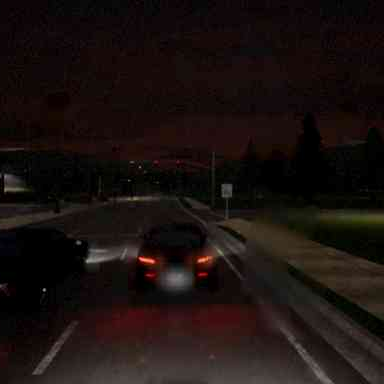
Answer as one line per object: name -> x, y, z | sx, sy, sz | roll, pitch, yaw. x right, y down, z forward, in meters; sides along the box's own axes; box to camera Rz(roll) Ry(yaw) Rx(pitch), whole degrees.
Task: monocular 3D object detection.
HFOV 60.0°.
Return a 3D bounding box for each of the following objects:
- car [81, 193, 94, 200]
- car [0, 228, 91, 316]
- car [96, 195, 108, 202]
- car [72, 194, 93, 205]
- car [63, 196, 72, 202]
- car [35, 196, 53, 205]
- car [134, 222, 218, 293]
car -> -28.485, 1.152, 90.812 | 2.097, 1.767, 4.553 | 0, 0, -3
car -> -3.876, 1.551, 7.693 | 2.033, 1.411, 5.357 | 0, 0, -3
car -> -20.647, 1.388, 76.458 | 2.097, 1.767, 4.553 | 0, 0, -3
car -> -19.805, 1.518, 61.008 | 2.128, 1.511, 4.902 | 0, 0, -3
car -> -27.603, 1.628, 75.502 | 1.895, 1.301, 4.718 | 0, 0, -3
car -> -26.765, 1.518, 60.324 | 2.128, 1.511, 4.902 | 0, 0, -3
car -> -0.431, 1.529, 8.781 | 1.812, 1.442, 4.674 | 0, 0, -3
